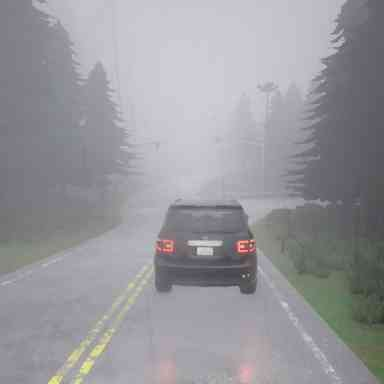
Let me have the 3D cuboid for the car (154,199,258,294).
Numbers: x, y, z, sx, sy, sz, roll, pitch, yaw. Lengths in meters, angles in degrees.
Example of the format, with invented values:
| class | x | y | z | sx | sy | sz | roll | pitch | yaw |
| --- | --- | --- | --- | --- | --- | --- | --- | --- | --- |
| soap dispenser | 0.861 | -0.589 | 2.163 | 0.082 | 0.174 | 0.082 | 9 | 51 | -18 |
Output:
| class | x | y | z | sx | sy | sz | roll | pitch | yaw |
| --- | --- | --- | --- | --- | --- | --- | --- | --- | --- |
| car | 0.381 | 1.193 | 8.897 | 2.150 | 2.045 | 5.566 | 0 | 0 | 3 |
